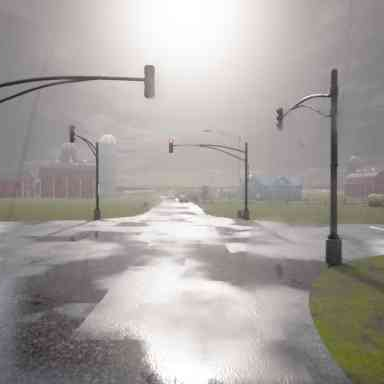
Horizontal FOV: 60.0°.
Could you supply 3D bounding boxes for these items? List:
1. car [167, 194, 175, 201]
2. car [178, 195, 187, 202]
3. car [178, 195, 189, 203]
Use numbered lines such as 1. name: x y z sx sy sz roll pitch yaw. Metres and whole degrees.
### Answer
1. car: -4.717 1.199 73.963 1.812 1.442 4.674 0 0 -3
2. car: -2.341 1.481 79.948 1.837 1.490 4.892 0 0 -4
3. car: -1.730 1.639 69.964 1.895 1.301 4.718 0 0 -3
